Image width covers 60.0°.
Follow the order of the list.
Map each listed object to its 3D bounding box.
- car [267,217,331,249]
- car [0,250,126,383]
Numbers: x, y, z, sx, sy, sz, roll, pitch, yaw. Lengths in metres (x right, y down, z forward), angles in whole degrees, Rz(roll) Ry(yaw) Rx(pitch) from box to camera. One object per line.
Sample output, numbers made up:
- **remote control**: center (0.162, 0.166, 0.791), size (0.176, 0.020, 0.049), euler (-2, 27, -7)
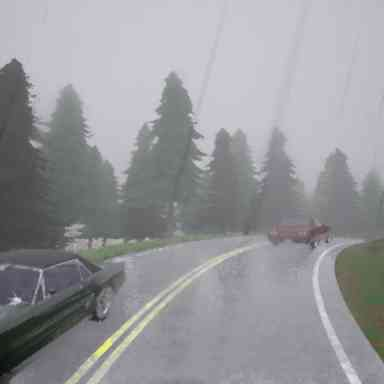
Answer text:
- **car**: center (5.158, 1.837, 15.539), size (1.895, 1.301, 4.718), euler (-2, -4, 33)
- **car**: center (-2.675, 1.617, 4.741), size (1.895, 1.301, 4.718), euler (0, -1, 11)
